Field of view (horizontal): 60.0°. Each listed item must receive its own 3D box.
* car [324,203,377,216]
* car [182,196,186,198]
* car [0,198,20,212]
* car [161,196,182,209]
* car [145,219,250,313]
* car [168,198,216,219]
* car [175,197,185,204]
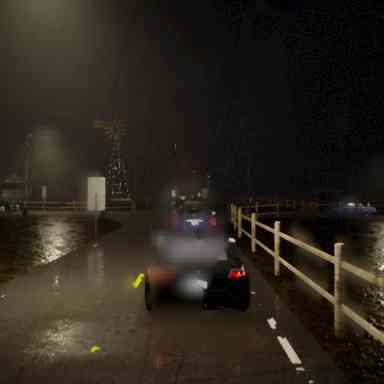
[{"bbox_3d":[17.908,1.943,37.662,5.357,1.411,2.033,1,-2,0],"label":"car"},{"bbox_3d":[-2.696,1.835,64.351,1.895,1.301,4.718,0,0,1],"label":"car"},{"bbox_3d":[-20.255,1.285,34.093,4.892,1.490,1.837,1,-2,0],"label":"car"},{"bbox_3d":[-3.150,1.491,48.646,2.097,1.767,4.553,0,0,6],"label":"car"},{"bbox_3d":[0.110,1.572,7.750,1.994,1.385,4.181,0,0,0],"label":"car"},{"bbox_3d":[0.122,1.377,16.392,2.097,1.767,4.553,0,0,0],"label":"car"},{"bbox_3d":[-2.627,1.838,75.498,2.128,1.511,4.902,0,0,0],"label":"car"}]
